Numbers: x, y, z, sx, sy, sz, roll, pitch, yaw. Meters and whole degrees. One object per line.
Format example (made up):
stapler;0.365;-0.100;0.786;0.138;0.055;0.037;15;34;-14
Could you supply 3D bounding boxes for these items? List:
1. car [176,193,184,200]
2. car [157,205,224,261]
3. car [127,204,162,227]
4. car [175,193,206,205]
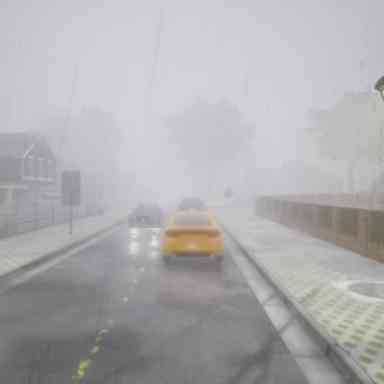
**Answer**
car;-2.907;1.088;79.109;1.812;1.442;4.674;0;0;0
car;0.042;1.413;11.985;1.882;1.535;5.008;0;0;1
car;-2.866;1.448;21.550;1.994;1.385;4.181;0;0;0
car;0.005;1.217;25.145;2.097;1.767;4.553;0;0;0
